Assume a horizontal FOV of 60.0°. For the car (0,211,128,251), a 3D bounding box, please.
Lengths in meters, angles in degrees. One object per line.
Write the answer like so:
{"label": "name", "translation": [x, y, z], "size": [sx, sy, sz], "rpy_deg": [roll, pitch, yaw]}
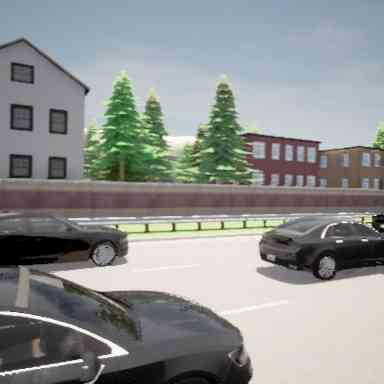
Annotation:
{"label": "car", "translation": [-4.281, 1.279, 9.314], "size": [5.008, 1.535, 1.882], "rpy_deg": [1, 1, -27]}

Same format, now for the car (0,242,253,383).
{"label": "car", "translation": [-1.763, 1.431, 2.744], "size": [4.892, 1.490, 1.837], "rpy_deg": [1, 1, -27]}

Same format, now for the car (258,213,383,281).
{"label": "car", "translation": [4.204, 1.488, 9.692], "size": [4.892, 1.490, 1.837], "rpy_deg": [1, 1, -27]}
